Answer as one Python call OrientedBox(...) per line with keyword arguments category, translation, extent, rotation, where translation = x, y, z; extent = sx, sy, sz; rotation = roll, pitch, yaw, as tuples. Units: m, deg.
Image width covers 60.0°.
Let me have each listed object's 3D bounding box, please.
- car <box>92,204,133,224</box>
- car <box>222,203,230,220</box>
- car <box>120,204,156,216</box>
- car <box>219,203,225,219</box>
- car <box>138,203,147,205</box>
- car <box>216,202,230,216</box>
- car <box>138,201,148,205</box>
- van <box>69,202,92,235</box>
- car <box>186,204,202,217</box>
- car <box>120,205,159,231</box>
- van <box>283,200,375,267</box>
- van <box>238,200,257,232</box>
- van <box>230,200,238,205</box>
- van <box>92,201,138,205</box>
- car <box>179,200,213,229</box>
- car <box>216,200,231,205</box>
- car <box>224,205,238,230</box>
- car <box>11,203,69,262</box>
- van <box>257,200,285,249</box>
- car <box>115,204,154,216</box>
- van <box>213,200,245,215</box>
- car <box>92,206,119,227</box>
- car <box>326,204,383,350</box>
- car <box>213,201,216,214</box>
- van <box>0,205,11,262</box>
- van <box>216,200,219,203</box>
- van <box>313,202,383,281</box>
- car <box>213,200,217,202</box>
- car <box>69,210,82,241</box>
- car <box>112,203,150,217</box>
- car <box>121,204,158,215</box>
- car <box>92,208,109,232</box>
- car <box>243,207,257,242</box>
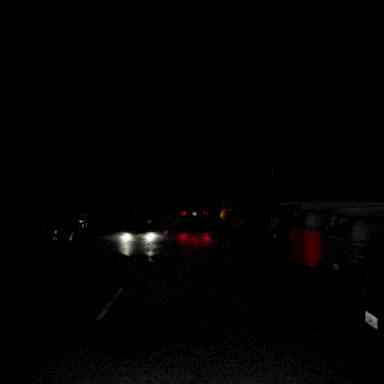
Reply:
OrientedBox(category="car", translation=(-7.933, 2.100, 29.193), extent=(5.008, 1.535, 2.097), rotation=(-1, -1, 0))
OrientedBox(category="car", translation=(5.123, 1.886, 26.191), extent=(4.892, 1.521, 2.231), rotation=(-1, -1, 0))
OrientedBox(category="car", translation=(-7.858, 2.615, 48.612), extent=(4.892, 1.521, 2.231), rotation=(-1, -2, 0))
OrientedBox(category="car", translation=(5.135, 1.954, 28.960), extent=(5.008, 1.535, 2.097), rotation=(-1, -1, 0))
OrientedBox(category="car", translation=(-7.877, 2.339, 37.518), extent=(4.792, 1.488, 2.163), rotation=(-1, -1, 0))
OrientedBox(category="car", translation=(5.146, 2.027, 31.855), extent=(5.008, 1.535, 2.097), rotation=(-1, -1, 0))
OrientedBox(category="car", translation=(-7.927, 2.128, 40.301), extent=(5.566, 2.045, 2.435), rotation=(-1, -1, 0))
OrientedBox(category="van", translation=(-8.100, 1.597, 18.098), extent=(4.442, 1.987, 1.878), rotation=(-1, -1, 0))
OrientedBox(category="car", translation=(0.254, 2.384, 42.886), extent=(1.837, 1.490, 4.892), rotation=(-1, -2, 0))
OrientedBox(category="car", translation=(-3.518, 1.921, 24.053), extent=(1.882, 1.535, 5.008), rotation=(-1, -1, 0))
OrientedBox(category="van", translation=(5.181, 1.303, 9.596), extent=(4.442, 1.987, 1.878), rotation=(-1, -1, 0))
OrientedBox(category="van", translation=(4.978, 1.452, 17.890), extent=(4.442, 1.987, 1.878), rotation=(-1, -1, 0))
OrientedBox(category="van", translation=(5.233, 1.588, 23.427), extent=(4.442, 1.987, 1.878), rotation=(-1, -1, 0))
OrientedBox(category="van", translation=(-7.813, 1.943, 31.974), extent=(4.442, 1.987, 1.878), rotation=(-1, -1, 0))
OrientedBox(category="car", translation=(0.185, 1.659, 25.352), extent=(2.150, 2.045, 5.566), rotation=(-1, -1, 0))
OrientedBox(category="car", translation=(5.128, 1.968, 34.503), extent=(4.553, 1.767, 2.185), rotation=(-1, -1, 0))
OrientedBox(category="car", translation=(4.924, 1.745, 20.652), extent=(5.366, 1.575, 1.946), rotation=(-1, -1, 0))
OrientedBox(category="car", translation=(-7.976, 1.446, 12.563), extent=(5.566, 2.045, 2.435), rotation=(-1, -1, 0))
OrientedBox(category="van", translation=(4.958, 1.332, 12.500), extent=(4.442, 1.987, 1.878), rotation=(-1, -1, 0))
OrientedBox(category="car", translation=(-7.868, 2.528, 45.841), extent=(5.008, 1.535, 2.097), rotation=(-1, -2, 0))
OrientedBox(category="van", translation=(5.330, 2.242, 48.469), extent=(4.442, 1.987, 1.878), rotation=(-1, -2, 0))
OrientedBox(category="car", translation=(-7.989, 1.991, 23.644), extent=(4.792, 1.488, 2.163), rotation=(-1, -1, 0))
OrientedBox(category="car", translation=(5.016, 1.230, 4.182), extent=(5.566, 2.045, 2.435), rotation=(-1, -1, 0))
OrientedBox(category="car", translation=(5.176, 2.234, 40.039), extent=(4.892, 1.521, 2.231), rotation=(-1, -1, 0))
OrientedBox(category="van", translation=(-8.131, 1.448, 9.788), extent=(4.442, 1.987, 1.878), rotation=(-1, -1, 0))
OrientedBox(category="van", translation=(5.286, 1.936, 37.274), extent=(4.442, 1.987, 1.878), rotation=(-1, -1, 0))
OrientedBox(category="van", translation=(5.171, 1.279, 6.951), extent=(4.442, 1.987, 1.878), rotation=(-1, -1, 0))
OrientedBox(category="car", translation=(5.228, 2.128, 45.580), extent=(5.566, 2.045, 2.435), rotation=(-1, -2, 0))
OrientedBox(category="car", translation=(-7.962, 1.781, 15.310), extent=(4.792, 1.488, 2.163), rotation=(-1, -1, 0))
OrientedBox(category="car", translation=(-7.855, 2.326, 43.069), extent=(4.553, 1.767, 2.185), rotation=(-1, -1, 0))
OrientedBox(category="car", translation=(-8.039, 2.706, 51.380), extent=(5.366, 1.575, 1.946), rotation=(-1, -2, 0))
OrientedBox(category="car", translation=(-7.967, 1.931, 20.867), extent=(4.674, 1.452, 2.002), rotation=(-1, -1, 0))
OrientedBox(category="car", translation=(5.092, 1.606, 15.115), extent=(5.008, 1.535, 2.097), rotation=(-1, -1, 0))
